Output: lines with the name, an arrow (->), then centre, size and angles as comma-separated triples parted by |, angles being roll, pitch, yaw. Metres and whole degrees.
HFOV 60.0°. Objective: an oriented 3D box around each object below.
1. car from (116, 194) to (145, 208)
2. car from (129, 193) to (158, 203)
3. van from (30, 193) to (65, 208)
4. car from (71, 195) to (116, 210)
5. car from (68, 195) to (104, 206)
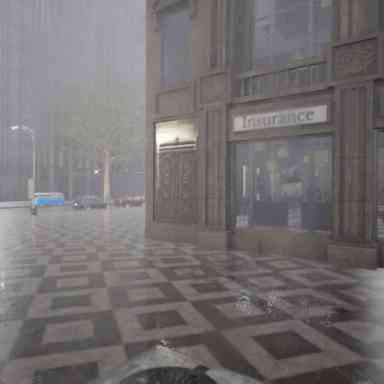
car -> -7.462, 1.187, 40.376 | 1.887, 1.381, 4.507 | 2, 2, 36
car -> -7.911, 0.947, 54.332 | 1.752, 1.417, 4.829 | 2, 2, 36
van -> -17.667, 0.986, 40.794 | 1.690, 1.788, 3.998 | 1, 1, 36
car -> -10.747, 1.278, 35.820 | 1.947, 1.339, 4.313 | 1, 2, 36
car -> -14.384, 1.125, 45.354 | 2.008, 1.369, 4.403 | 1, 2, 36
